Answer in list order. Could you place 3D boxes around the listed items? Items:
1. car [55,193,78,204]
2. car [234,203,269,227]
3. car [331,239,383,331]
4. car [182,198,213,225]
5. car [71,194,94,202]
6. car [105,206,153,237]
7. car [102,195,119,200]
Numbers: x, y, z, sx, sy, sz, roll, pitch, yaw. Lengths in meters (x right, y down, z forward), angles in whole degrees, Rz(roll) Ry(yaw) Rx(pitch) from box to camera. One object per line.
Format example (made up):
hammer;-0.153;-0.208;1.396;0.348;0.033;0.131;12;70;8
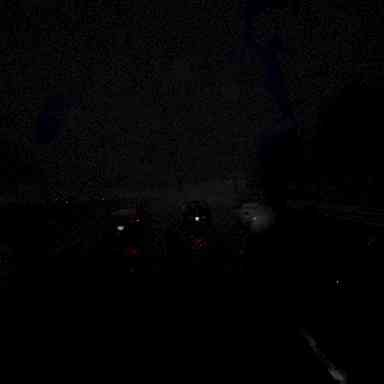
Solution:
car;-19.793;1.111;53.165;2.150;2.045;5.566;0;0;3
car;3.850;1.435;21.994;1.812;1.442;4.674;0;0;1
car;3.620;1.206;3.745;2.150;2.045;5.566;0;0;0
car;0.372;1.408;23.079;1.837;1.490;4.892;0;0;1
car;-16.378;1.453;51.265;1.994;1.385;4.181;0;0;3
car;-3.233;1.450;17.537;1.812;1.442;4.674;0;0;1
car;-12.802;1.249;52.968;2.097;1.767;4.553;0;0;3
